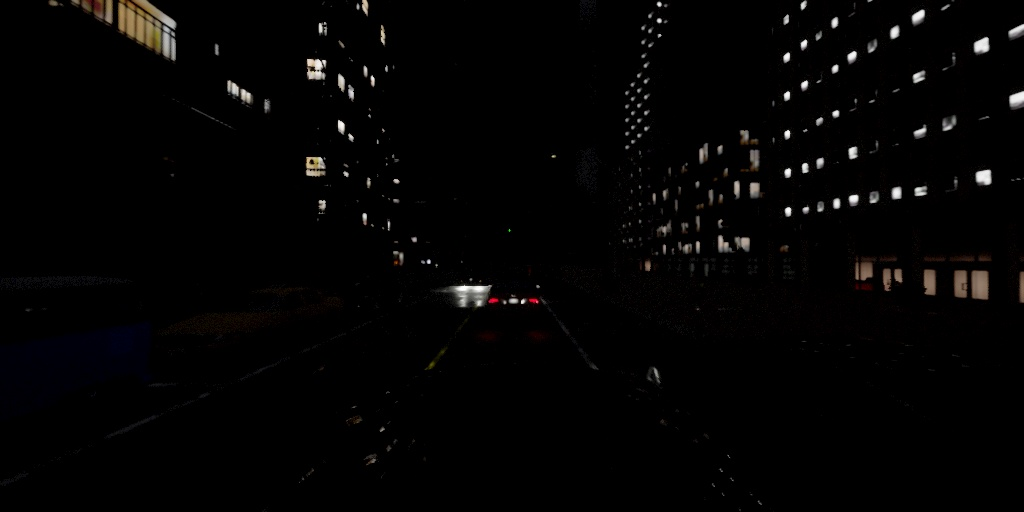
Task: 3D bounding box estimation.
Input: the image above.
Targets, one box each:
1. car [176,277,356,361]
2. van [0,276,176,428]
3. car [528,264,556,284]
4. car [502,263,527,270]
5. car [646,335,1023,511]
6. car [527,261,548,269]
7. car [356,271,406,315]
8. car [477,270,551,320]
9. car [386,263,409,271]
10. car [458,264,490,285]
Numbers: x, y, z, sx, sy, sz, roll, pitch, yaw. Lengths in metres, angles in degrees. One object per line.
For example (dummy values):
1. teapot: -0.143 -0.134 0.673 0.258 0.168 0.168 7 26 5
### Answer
1. car: -5.688 1.347 8.486 1.751 1.417 4.829 0 0 0
2. van: -5.689 1.106 3.133 1.690 1.789 3.998 0 0 0
3. car: 2.698 1.623 30.744 1.948 1.339 4.313 0 0 0
4. car: 0.090 1.553 32.467 1.882 1.535 5.008 0 -1 0
5. car: 2.692 1.330 3.131 1.948 1.339 4.313 0 0 0
6. car: 2.699 1.431 36.266 2.192 1.841 5.009 0 0 0
7. car: -5.687 1.445 14.178 1.948 1.339 4.313 0 0 0
8. car: 0.069 1.417 13.231 2.033 1.411 5.357 0 -1 0
9. car: -16.425 1.600 49.244 4.403 1.370 2.007 0 0 -1
10. car: -3.082 1.601 28.922 1.994 1.385 4.181 0 -1 0
